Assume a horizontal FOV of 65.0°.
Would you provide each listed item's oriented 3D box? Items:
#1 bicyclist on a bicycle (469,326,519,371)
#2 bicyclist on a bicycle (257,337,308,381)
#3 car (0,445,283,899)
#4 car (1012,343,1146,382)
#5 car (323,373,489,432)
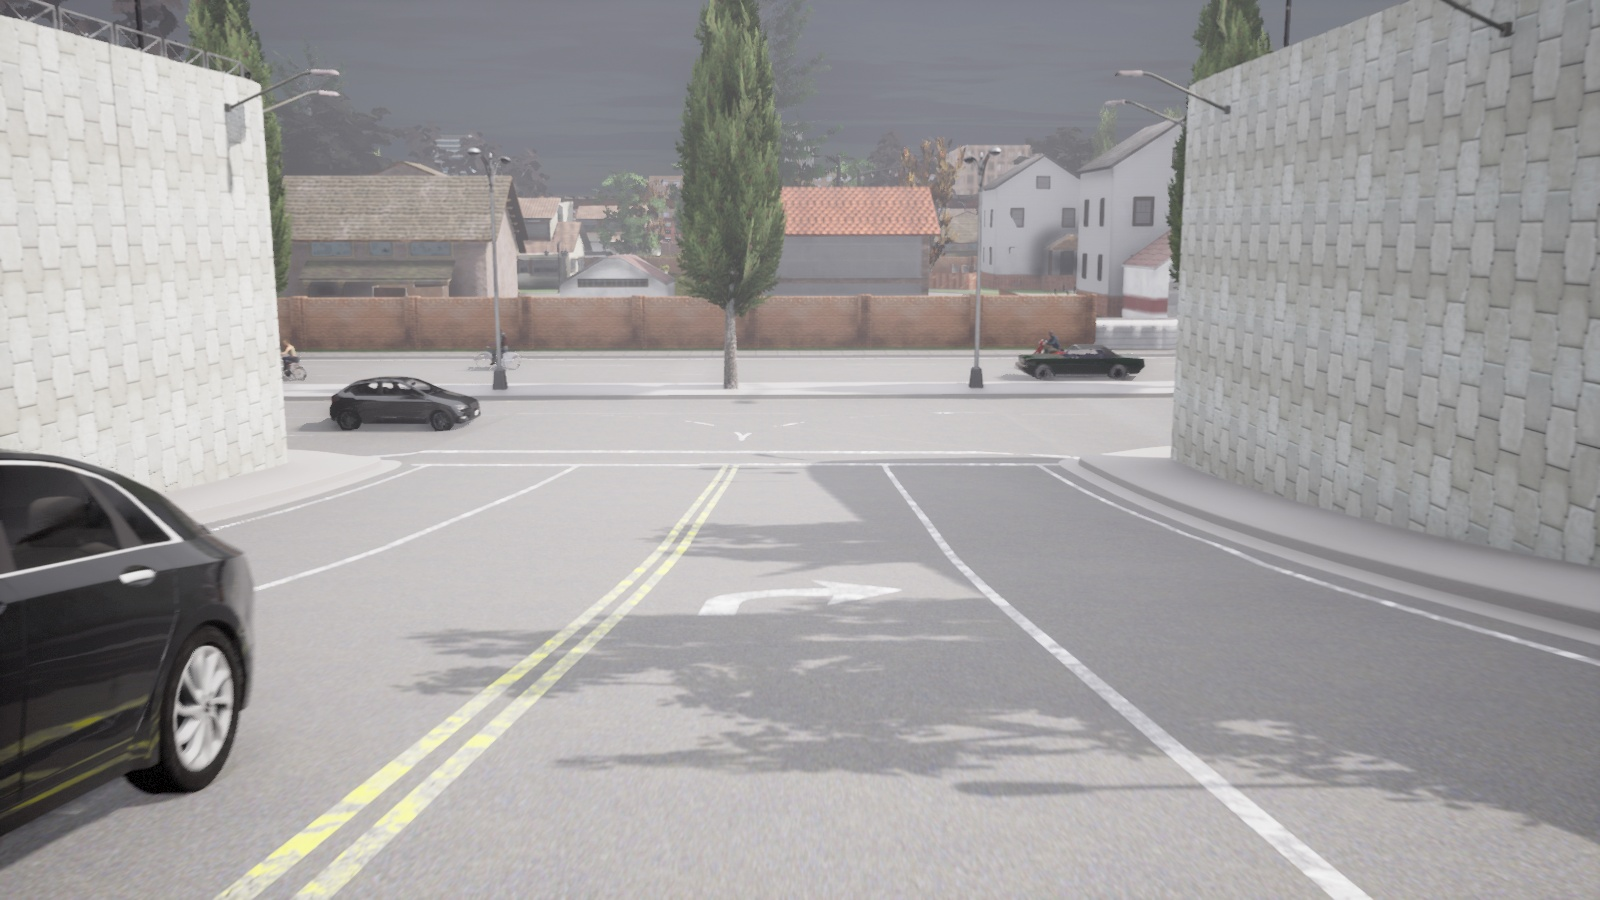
[{"bbox_3d":[-12.563,-4.172,51.652,1.843,1.776,0.659,0,10,-1],"label":"bicyclist on a bicycle"},{"bbox_3d":[-19.806,-3.486,48.115,1.509,1.612,0.866,0,10,-1],"label":"bicyclist on a bicycle"},{"bbox_3d":[-3.464,0.732,3.712,1.837,1.490,4.892,0,0,0],"label":"car"},{"bbox_3d":[10.741,-3.405,48.581,4.718,1.301,1.895,0,10,-1],"label":"car"},{"bbox_3d":[-11.456,-1.415,36.718,4.193,1.474,1.816,1,10,4],"label":"car"}]
